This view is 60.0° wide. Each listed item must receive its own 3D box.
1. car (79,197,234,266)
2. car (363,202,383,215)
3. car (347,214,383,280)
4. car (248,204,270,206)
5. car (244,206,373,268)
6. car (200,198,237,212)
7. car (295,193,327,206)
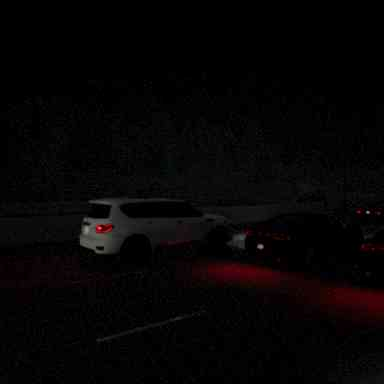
[{"bbox_3d":[-1.088,1.205,11.789,5.566,2.045,2.150,0,0,-37],"label":"car"},{"bbox_3d":[13.863,1.439,24.447,5.357,1.411,2.033,0,0,-43],"label":"car"},{"bbox_3d":[6.283,1.433,8.703,5.008,1.535,1.882,0,0,-38],"label":"car"},{"bbox_3d":[7.034,1.462,37.562,4.181,1.385,1.994,0,0,-44],"label":"car"},{"bbox_3d":[3.951,1.439,11.322,5.008,1.535,1.882,0,0,-38],"label":"car"},{"bbox_3d":[3.110,1.478,38.653,4.181,1.385,1.994,0,0,-44],"label":"car"},{"bbox_3d":[14.238,1.084,39.780,2.150,2.045,5.566,0,0,44],"label":"car"}]
